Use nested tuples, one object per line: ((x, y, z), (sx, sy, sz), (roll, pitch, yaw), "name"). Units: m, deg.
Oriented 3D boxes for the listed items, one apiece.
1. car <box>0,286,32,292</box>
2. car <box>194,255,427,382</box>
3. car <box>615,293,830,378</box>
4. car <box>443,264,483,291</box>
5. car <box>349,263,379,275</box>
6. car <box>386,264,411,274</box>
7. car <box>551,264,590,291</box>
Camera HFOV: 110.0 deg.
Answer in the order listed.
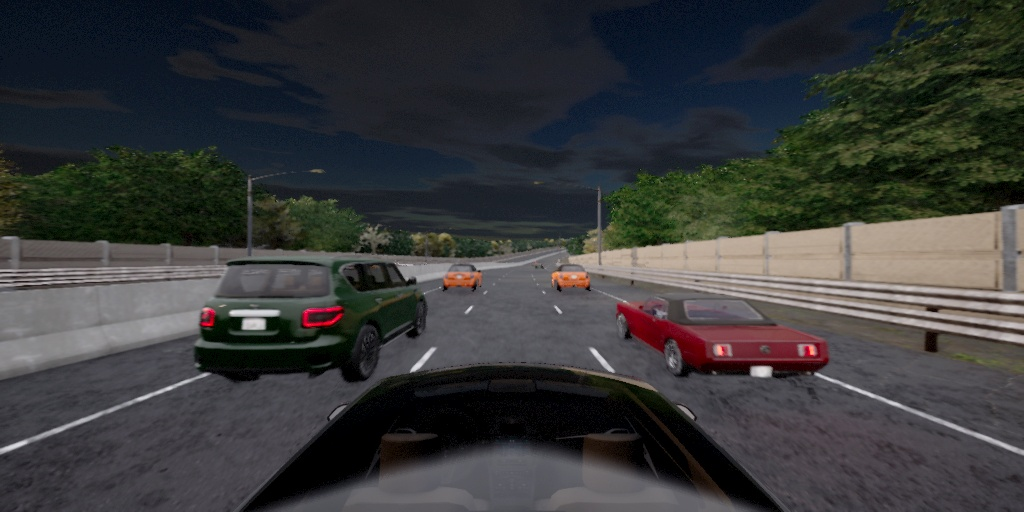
((-14.074, 1.280, 7.820), (2.128, 1.511, 4.902), (0, -1, 0), "car")
((-3.380, 1.019, 7.397), (2.150, 2.045, 5.566), (0, -1, 0), "car")
((3.620, 1.407, 7.406), (1.895, 1.301, 4.718), (0, -1, 0), "car")
((-3.179, 1.311, 23.988), (2.097, 1.767, 4.553), (0, -1, 1), "car")
((-20.118, 1.706, 49.091), (1.882, 1.535, 5.008), (0, -1, 3), "car")
((-16.472, 1.881, 52.229), (1.895, 1.301, 4.718), (0, -1, 3), "car")
((3.822, 1.323, 23.993), (2.097, 1.767, 4.553), (0, -1, 1), "car")
